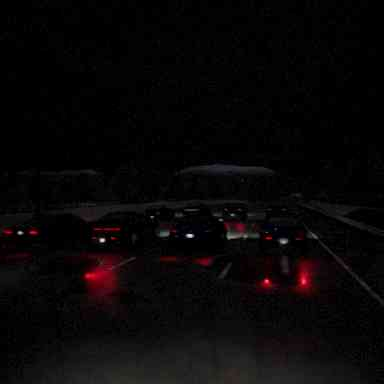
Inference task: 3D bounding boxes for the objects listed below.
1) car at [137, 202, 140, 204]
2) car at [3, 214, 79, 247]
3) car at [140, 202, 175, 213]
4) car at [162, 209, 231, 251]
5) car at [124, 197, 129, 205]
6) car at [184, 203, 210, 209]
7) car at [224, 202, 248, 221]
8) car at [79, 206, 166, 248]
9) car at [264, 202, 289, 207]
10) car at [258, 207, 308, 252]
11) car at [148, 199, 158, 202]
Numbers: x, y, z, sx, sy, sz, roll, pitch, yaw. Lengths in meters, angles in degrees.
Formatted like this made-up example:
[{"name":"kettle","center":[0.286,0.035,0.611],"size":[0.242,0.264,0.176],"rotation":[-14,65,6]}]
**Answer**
[{"name":"car","center":[-10.782,2.374,73.511],"size":[1.895,1.301,4.718],"rotation":[-1,-1,13]},{"name":"car","center":[-6.497,1.756,16.185],"size":[2.033,1.411,5.357],"rotation":[-1,0,13]},{"name":"car","center":[-2.988,1.876,30.876],"size":[1.895,1.301,4.718],"rotation":[-1,0,13]},{"name":"car","center":[0.383,1.673,14.850],"size":[1.994,1.385,4.181],"rotation":[-1,0,13]},{"name":"car","center":[-14.189,2.055,74.331],"size":[2.150,2.045,5.566],"rotation":[-1,-1,13]},{"name":"car","center":[0.458,1.718,30.240],"size":[2.128,1.511,4.902],"rotation":[-1,0,14]},{"name":"car","center":[3.863,1.667,29.432],"size":[2.128,1.511,4.902],"rotation":[-1,0,14]},{"name":"car","center":[-3.019,1.667,15.673],"size":[1.837,1.490,4.892],"rotation":[-1,0,13]},{"name":"car","center":[7.266,1.617,28.613],"size":[2.128,1.511,4.902],"rotation":[-1,0,14]},{"name":"car","center":[3.814,1.585,14.149],"size":[1.812,1.442,4.674],"rotation":[-1,0,13]},{"name":"car","center":[-7.372,2.253,72.727],"size":[1.812,1.442,4.674],"rotation":[-1,-1,13]}]
